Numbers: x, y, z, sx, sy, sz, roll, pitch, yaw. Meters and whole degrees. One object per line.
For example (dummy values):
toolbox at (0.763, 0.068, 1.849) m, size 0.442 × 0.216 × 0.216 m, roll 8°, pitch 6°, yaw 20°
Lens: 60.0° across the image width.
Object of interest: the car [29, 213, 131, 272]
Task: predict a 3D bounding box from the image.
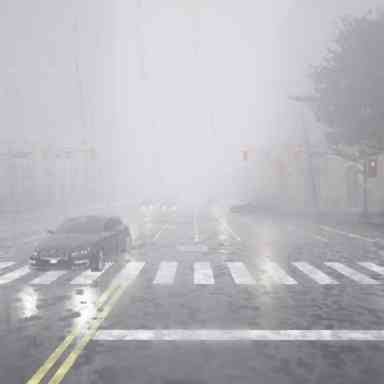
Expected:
car at (-3.354, 1.505, 10.861) m, size 1.837 × 1.490 × 4.892 m, roll -1°, pitch 0°, yaw 4°

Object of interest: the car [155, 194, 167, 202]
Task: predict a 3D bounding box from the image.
car at (-6.860, 1.355, 73.877) m, size 2.097 × 1.767 × 4.553 m, roll 0°, pitch 0°, yaw 1°

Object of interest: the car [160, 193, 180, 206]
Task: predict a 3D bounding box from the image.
car at (-3.576, 1.352, 54.974) m, size 2.097 × 1.767 × 4.553 m, roll 0°, pitch 0°, yaw 0°

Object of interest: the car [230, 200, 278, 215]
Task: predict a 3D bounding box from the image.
car at (6.089, 1.525, 32.898) m, size 4.674 × 1.442 × 1.812 m, roll 0°, pitch 0°, yaw 0°

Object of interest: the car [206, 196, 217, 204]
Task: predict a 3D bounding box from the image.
car at (3.620, 1.491, 60.835) m, size 2.128 × 1.511 × 4.902 m, roll 0°, pitch 0°, yaw 0°

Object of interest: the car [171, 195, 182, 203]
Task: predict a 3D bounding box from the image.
car at (-3.355, 1.525, 74.406) m, size 2.128 × 1.511 × 4.902 m, roll 0°, pitch 0°, yaw 1°

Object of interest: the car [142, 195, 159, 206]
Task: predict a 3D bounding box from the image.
car at (-7.075, 1.564, 55.322) m, size 1.994 × 1.385 × 4.181 m, roll 0°, pitch 0°, yaw 0°

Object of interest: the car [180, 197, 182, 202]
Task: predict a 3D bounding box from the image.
car at (-3.514, 1.221, 64.183) m, size 2.150 × 2.045 × 5.566 m, roll 0°, pitch 0°, yaw 1°
